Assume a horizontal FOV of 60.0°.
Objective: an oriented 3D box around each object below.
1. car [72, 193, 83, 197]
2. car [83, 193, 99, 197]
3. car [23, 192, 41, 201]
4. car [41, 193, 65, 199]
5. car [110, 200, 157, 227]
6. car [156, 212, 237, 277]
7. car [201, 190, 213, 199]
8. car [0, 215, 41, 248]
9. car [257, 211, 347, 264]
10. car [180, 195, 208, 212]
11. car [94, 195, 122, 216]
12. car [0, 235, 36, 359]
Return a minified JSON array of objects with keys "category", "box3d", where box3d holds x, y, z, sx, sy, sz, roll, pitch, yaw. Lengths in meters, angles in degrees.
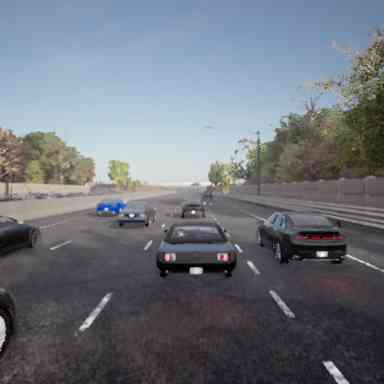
[{"category":"car","box3d":[-21.002,0.965,62.195,2.128,1.511,4.902,0,1,0]},{"category":"car","box3d":[-17.518,1.050,59.849,1.994,1.385,4.181,0,0,1]},{"category":"car","box3d":[-28.010,0.849,58.890,2.097,1.767,4.553,0,0,0]},{"category":"car","box3d":[-24.517,0.984,59.680,2.128,1.511,4.902,0,0,1]},{"category":"car","box3d":[-3.397,1.359,21.220,2.033,1.411,5.357,0,0,0]},{"category":"car","box3d":[0.102,1.512,9.895,1.895,1.301,4.718,0,1,0]},{"category":"car","box3d":[3.511,0.595,76.048,2.150,2.045,5.566,0,0,0]},{"category":"car","box3d":[-6.898,1.462,11.331,1.994,1.385,4.181,0,1,0]},{"category":"car","box3d":[3.502,1.397,11.362,1.837,1.490,4.892,0,0,0]},{"category":"car","box3d":[0.105,1.261,27.640,1.837,1.490,4.892,0,0,0]},{"category":"car","box3d":[-6.893,1.221,29.202,1.882,1.535,5.008,0,0,0]},{"category":"car","box3d":[-3.399,1.479,2.750,1.837,1.490,4.892,0,0,0]}]
